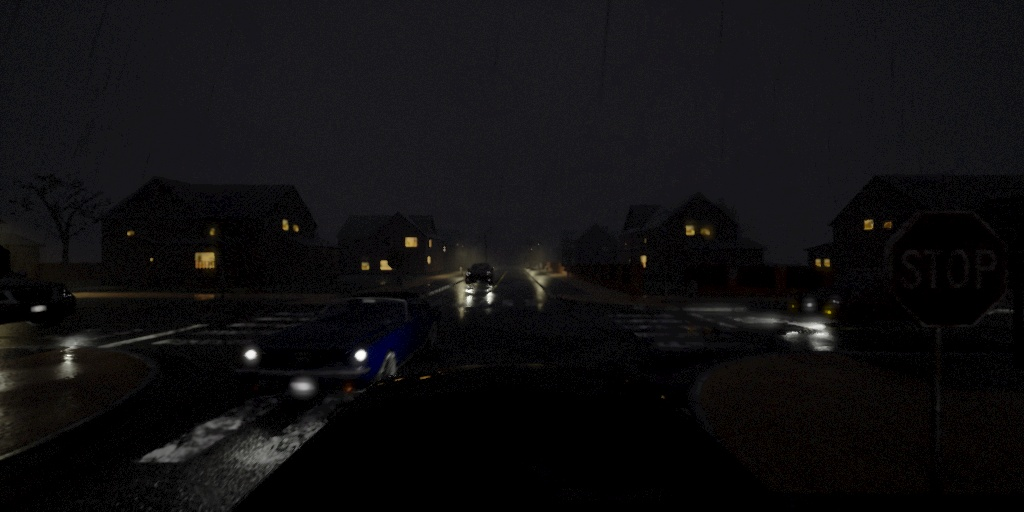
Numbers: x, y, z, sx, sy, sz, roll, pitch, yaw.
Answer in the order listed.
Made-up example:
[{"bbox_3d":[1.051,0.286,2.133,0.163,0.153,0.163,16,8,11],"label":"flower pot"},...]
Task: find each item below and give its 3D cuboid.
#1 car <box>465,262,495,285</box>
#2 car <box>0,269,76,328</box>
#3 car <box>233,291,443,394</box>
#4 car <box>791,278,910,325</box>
[{"bbox_3d":[-2.523,1.348,29.067,2.097,1.767,4.553,0,-1,0],"label":"car"},{"bbox_3d":[-14.821,0.976,9.151,5.566,2.045,2.150,0,0,0],"label":"car"},{"bbox_3d":[-2.692,1.398,6.849,1.895,1.301,4.718,0,0,0],"label":"car"},{"bbox_3d":[11.907,1.457,11.971,4.181,1.385,1.994,0,0,-1],"label":"car"}]
